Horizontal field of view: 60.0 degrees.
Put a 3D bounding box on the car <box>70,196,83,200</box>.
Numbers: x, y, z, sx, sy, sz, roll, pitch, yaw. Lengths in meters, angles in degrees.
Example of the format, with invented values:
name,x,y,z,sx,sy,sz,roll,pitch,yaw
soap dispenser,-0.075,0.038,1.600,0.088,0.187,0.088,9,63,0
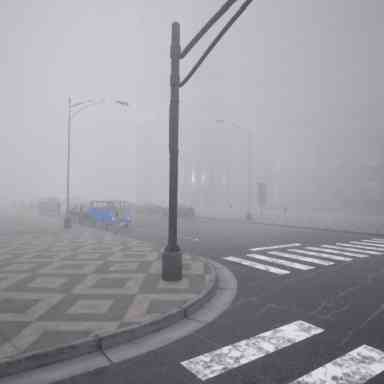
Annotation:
name,x,y,z,sx,sy,sz,roll,pitch,yaw
car,-17.433,1.816,53.214,1.887,1.381,4.507,1,-1,-35

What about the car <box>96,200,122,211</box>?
name,x,y,z,sx,sy,sz,roll,pitch,yaw
car,-11.149,1.755,44.331,1.752,1.417,4.829,1,-1,-35

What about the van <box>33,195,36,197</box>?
name,x,y,z,sx,sy,sz,roll,pitch,yaw
van,-36.575,1.742,80.282,1.690,1.788,3.998,1,-1,-35

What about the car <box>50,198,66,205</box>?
name,x,y,z,sx,sy,sz,roll,pitch,yaw
car,-27.005,1.887,66.747,2.008,1.369,4.403,1,-1,-35

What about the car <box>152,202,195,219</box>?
name,x,y,z,sx,sy,sz,roll,pitch,yaw
car,-1.479,1.710,30.660,1.887,1.381,4.507,1,-1,-35

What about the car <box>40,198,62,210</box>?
name,x,y,z,sx,sy,sz,roll,pitch,yaw
car,-19.740,1.659,46.485,1.837,1.490,4.892,1,-1,-35

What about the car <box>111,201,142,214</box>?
name,x,y,z,sx,sy,sz,roll,pitch,yaw
car,-7.860,1.752,39.681,1.887,1.381,4.507,1,-1,-35

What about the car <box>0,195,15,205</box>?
name,x,y,z,sx,sy,sz,roll,pitch,yaw
car,-37.075,1.732,66.204,1.752,1.417,4.829,1,-1,-35

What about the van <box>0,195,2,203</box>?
name,x,y,z,sx,sy,sz,roll,pitch,yaw
van,-46.738,1.614,79.880,1.690,1.788,3.998,1,-1,-35

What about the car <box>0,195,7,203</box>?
name,x,y,z,sx,sy,sz,roll,pitch,yaw
car,-43.548,1.566,75.369,2.192,1.841,5.009,1,-1,-35

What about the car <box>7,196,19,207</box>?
name,x,y,z,sx,sy,sz,roll,pitch,yaw
car,-27.607,1.693,52.808,2.008,1.369,4.403,1,-1,-35

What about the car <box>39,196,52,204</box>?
name,x,y,z,sx,sy,sz,roll,pitch,yaw
car,-33.386,1.820,75.771,1.967,1.590,4.097,1,-1,-35

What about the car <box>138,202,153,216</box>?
name,x,y,z,sx,sy,sz,roll,pitch,yaw
car,-4.670,1.731,35.170,1.887,1.381,4.507,1,-1,-35

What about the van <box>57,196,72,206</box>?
name,x,y,z,sx,sy,sz,roll,pitch,yaw
van,-23.812,1.656,62.238,1.690,1.788,3.998,1,-1,-35

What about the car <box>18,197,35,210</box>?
name,x,y,z,sx,sy,sz,roll,pitch,yaw
car,-21.230,1.682,43.784,1.802,1.307,4.206,1,-1,-35

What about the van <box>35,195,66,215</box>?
name,x,y,z,sx,sy,sz,roll,pitch,yaw
van,-14.850,1.398,34.762,1.690,1.788,3.998,1,-1,-35

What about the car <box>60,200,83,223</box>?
name,x,y,z,sx,sy,sz,roll,pitch,yaw
car,-8.474,1.560,25.737,1.887,1.381,4.507,1,-1,-35

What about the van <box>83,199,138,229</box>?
name,x,y,z,sx,sy,sz,roll,pitch,yaw
van,-5.283,1.336,21.227,1.690,1.788,3.998,1,-1,-35

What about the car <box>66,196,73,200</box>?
name,x,y,z,sx,sy,sz,roll,pitch,yaw
car,-20.622,1.608,57.728,2.192,1.841,5.009,1,-1,-35
